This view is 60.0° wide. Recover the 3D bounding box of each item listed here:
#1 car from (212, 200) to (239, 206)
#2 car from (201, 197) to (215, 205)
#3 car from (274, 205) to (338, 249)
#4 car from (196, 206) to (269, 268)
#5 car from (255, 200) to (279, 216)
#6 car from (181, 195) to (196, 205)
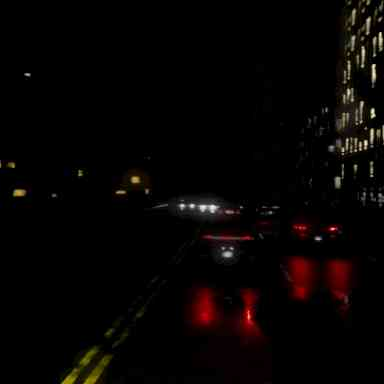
[{"bbox_3d":[2.908,1.451,25.720,2.033,1.411,5.357,1,0,7],"label":"car"},{"bbox_3d":[2.584,1.389,52.236,1.895,1.301,4.718,1,0,7],"label":"car"},{"bbox_3d":[4.901,1.512,14.417,1.812,1.442,4.674,1,0,7],"label":"car"},{"bbox_3d":[1.242,1.446,11.270,2.128,1.511,4.902,1,0,7],"label":"car"},{"bbox_3d":[6.584,1.429,28.984,2.128,1.511,4.902,1,0,7],"label":"car"},{"bbox_3d":[-0.529,1.220,53.514,1.882,1.535,5.008,1,0,7],"label":"car"}]
